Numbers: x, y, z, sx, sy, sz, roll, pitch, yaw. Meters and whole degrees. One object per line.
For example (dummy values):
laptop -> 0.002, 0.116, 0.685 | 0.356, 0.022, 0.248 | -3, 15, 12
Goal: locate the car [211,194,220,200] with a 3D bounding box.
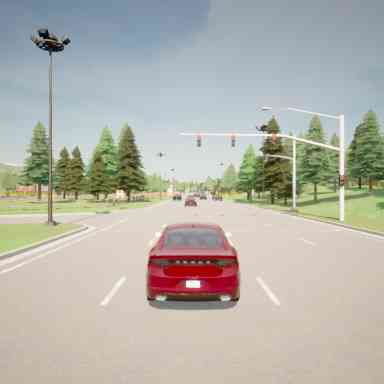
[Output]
car -> 6.642, 1.372, 94.026 | 2.033, 1.411, 5.357 | 0, 0, 0

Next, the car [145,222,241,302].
car -> 0.031, 1.478, 8.365 | 1.882, 1.535, 5.008 | 0, 0, 0

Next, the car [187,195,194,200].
car -> -0.358, 1.428, 94.030 | 1.895, 1.301, 4.718 | 0, 0, 0

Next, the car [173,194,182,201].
car -> -3.818, 1.469, 83.566 | 1.882, 1.535, 5.008 | 0, 0, 0

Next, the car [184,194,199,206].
car -> -0.201, 1.526, 52.967 | 1.812, 1.442, 4.674 | 0, 0, 0

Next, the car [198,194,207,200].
car -> 3.140, 1.524, 94.426 | 1.812, 1.442, 4.674 | 0, 0, 0

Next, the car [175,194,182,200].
car -> -3.858, 1.310, 93.986 | 1.882, 1.535, 5.008 | 0, 0, 0

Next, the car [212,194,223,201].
car -> 6.682, 1.517, 83.607 | 2.128, 1.511, 4.902 | 0, 0, 0
